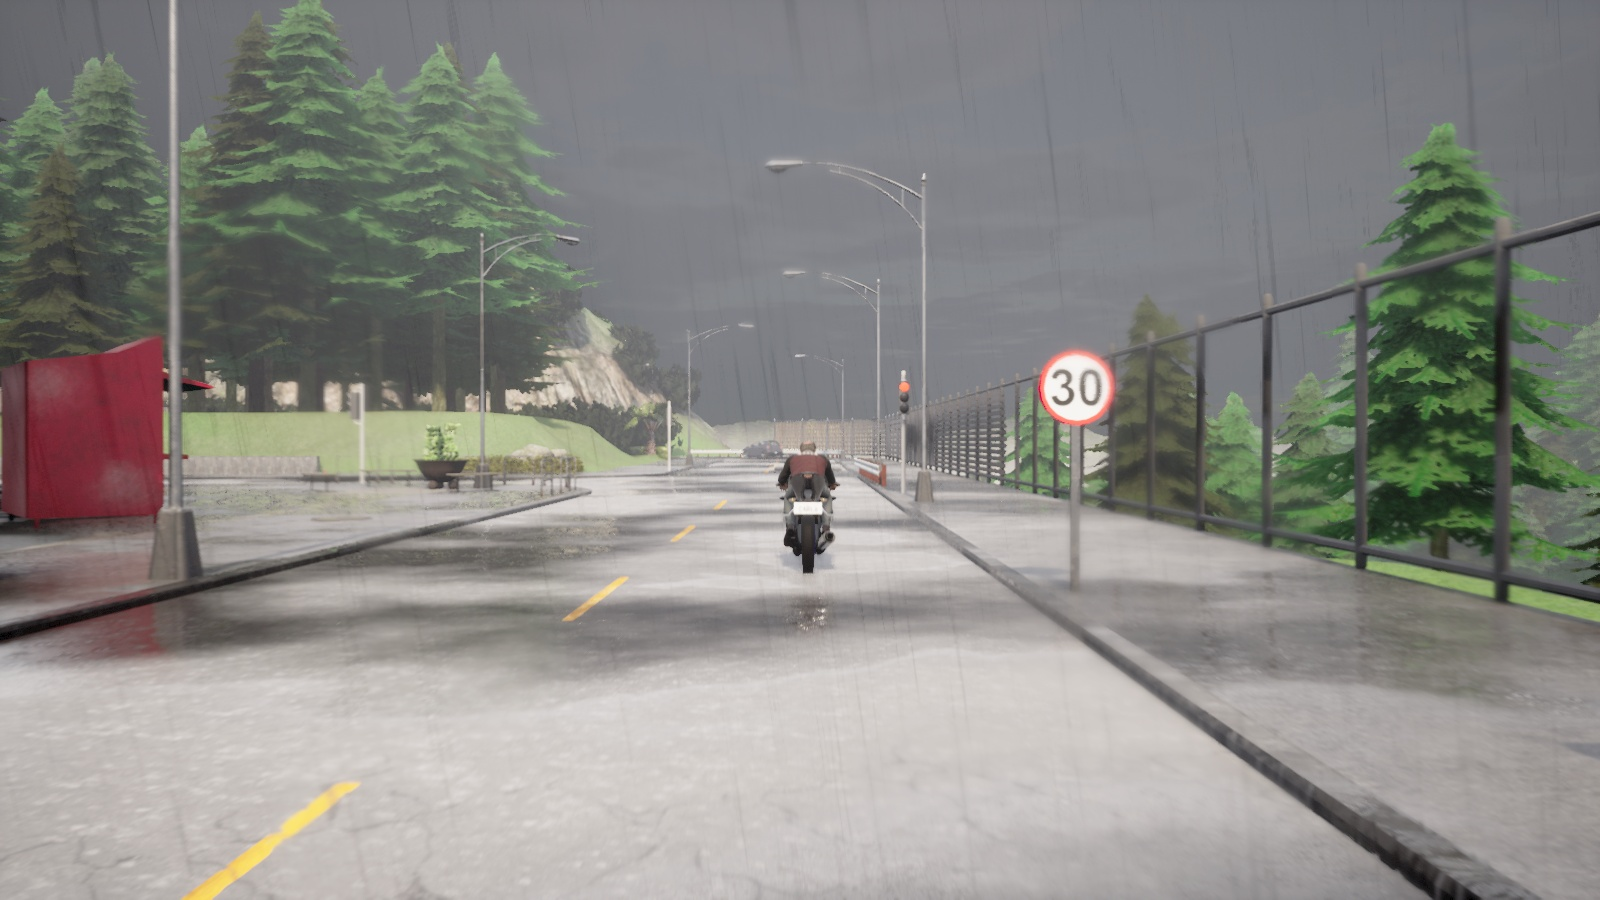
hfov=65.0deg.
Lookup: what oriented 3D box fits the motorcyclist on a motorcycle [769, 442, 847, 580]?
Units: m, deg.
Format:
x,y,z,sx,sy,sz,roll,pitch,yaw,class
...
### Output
x,y,z,sx,sy,sz,roll,pitch,yaw,class
0.095,0.673,15.060,0.866,1.530,2.191,0,0,0,motorcyclist on a motorcycle
